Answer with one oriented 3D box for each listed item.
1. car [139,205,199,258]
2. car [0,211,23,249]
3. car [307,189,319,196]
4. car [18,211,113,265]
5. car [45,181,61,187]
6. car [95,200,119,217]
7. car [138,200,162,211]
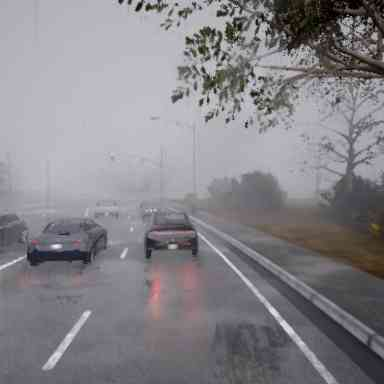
[{"bbox_3d":[-0.879,1.515,13.005,2.128,1.511,4.902,0,0,-6],"label":"car"},{"bbox_3d":[-8.138,1.579,13.247,1.837,1.490,4.892,0,0,-7],"label":"car"},{"bbox_3d":[28.132,0.115,75.321,4.902,1.511,2.128,2,2,-28],"label":"car"},{"bbox_3d":[-4.292,1.614,12.036,1.994,1.385,4.181,0,0,-6],"label":"car"},{"bbox_3d":[-36.888,-2.080,87.958,1.882,1.535,5.008,-2,4,-32],"label":"car"},{"bbox_3d":[-7.259,1.362,28.340,1.895,1.301,4.718,-1,2,-14],"label":"car"},{"bbox_3d":[-3.291,1.334,26.876,2.033,1.411,5.357,-1,2,-13],"label":"car"}]
